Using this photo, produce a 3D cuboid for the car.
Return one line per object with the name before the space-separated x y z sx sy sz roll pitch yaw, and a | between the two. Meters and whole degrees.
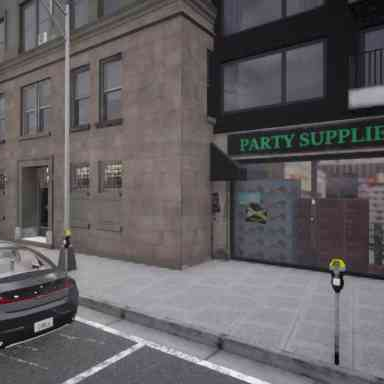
car | -3.778 1.551 5.739 4.403 1.369 2.008 0 0 35
